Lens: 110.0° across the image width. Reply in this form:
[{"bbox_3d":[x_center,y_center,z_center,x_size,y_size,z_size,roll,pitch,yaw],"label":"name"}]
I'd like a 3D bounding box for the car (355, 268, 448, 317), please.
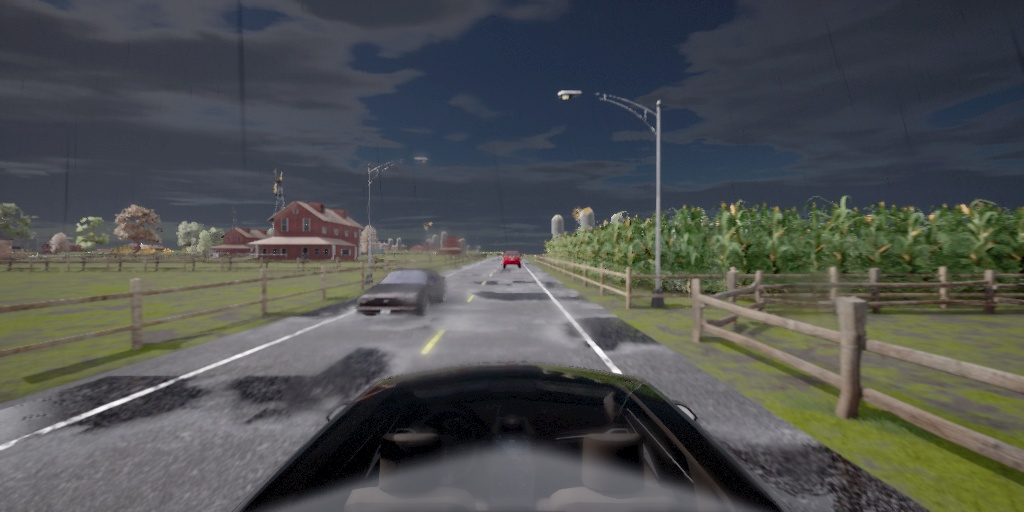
[{"bbox_3d":[-3.521,1.144,12.648,2.033,1.411,5.357,0,1,0],"label":"car"}]

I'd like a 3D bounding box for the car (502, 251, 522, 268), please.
[{"bbox_3d":[0.007,0.404,43.632,2.150,2.045,5.566,0,1,0],"label":"car"}]
